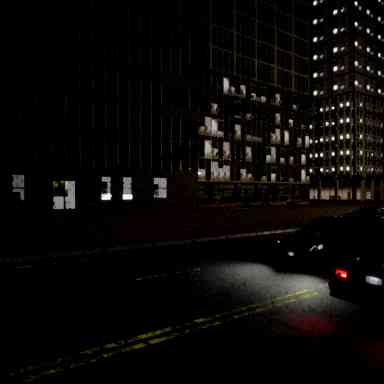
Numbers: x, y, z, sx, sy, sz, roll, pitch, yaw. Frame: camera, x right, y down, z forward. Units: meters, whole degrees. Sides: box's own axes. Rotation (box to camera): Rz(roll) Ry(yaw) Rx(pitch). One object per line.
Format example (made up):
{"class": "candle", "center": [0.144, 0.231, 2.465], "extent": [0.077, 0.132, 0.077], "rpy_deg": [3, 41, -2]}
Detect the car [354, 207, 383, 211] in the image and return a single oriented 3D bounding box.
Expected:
{"class": "car", "center": [10.157, 1.545, 18.911], "extent": [5.357, 1.411, 2.033], "rpy_deg": [0, 0, -35]}

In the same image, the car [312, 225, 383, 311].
{"class": "car", "center": [5.118, 1.547, 7.088], "extent": [5.357, 1.411, 2.033], "rpy_deg": [0, 0, -35]}

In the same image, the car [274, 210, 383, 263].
{"class": "car", "center": [4.786, 1.525, 11.072], "extent": [4.674, 1.442, 1.812], "rpy_deg": [0, 0, -36]}
